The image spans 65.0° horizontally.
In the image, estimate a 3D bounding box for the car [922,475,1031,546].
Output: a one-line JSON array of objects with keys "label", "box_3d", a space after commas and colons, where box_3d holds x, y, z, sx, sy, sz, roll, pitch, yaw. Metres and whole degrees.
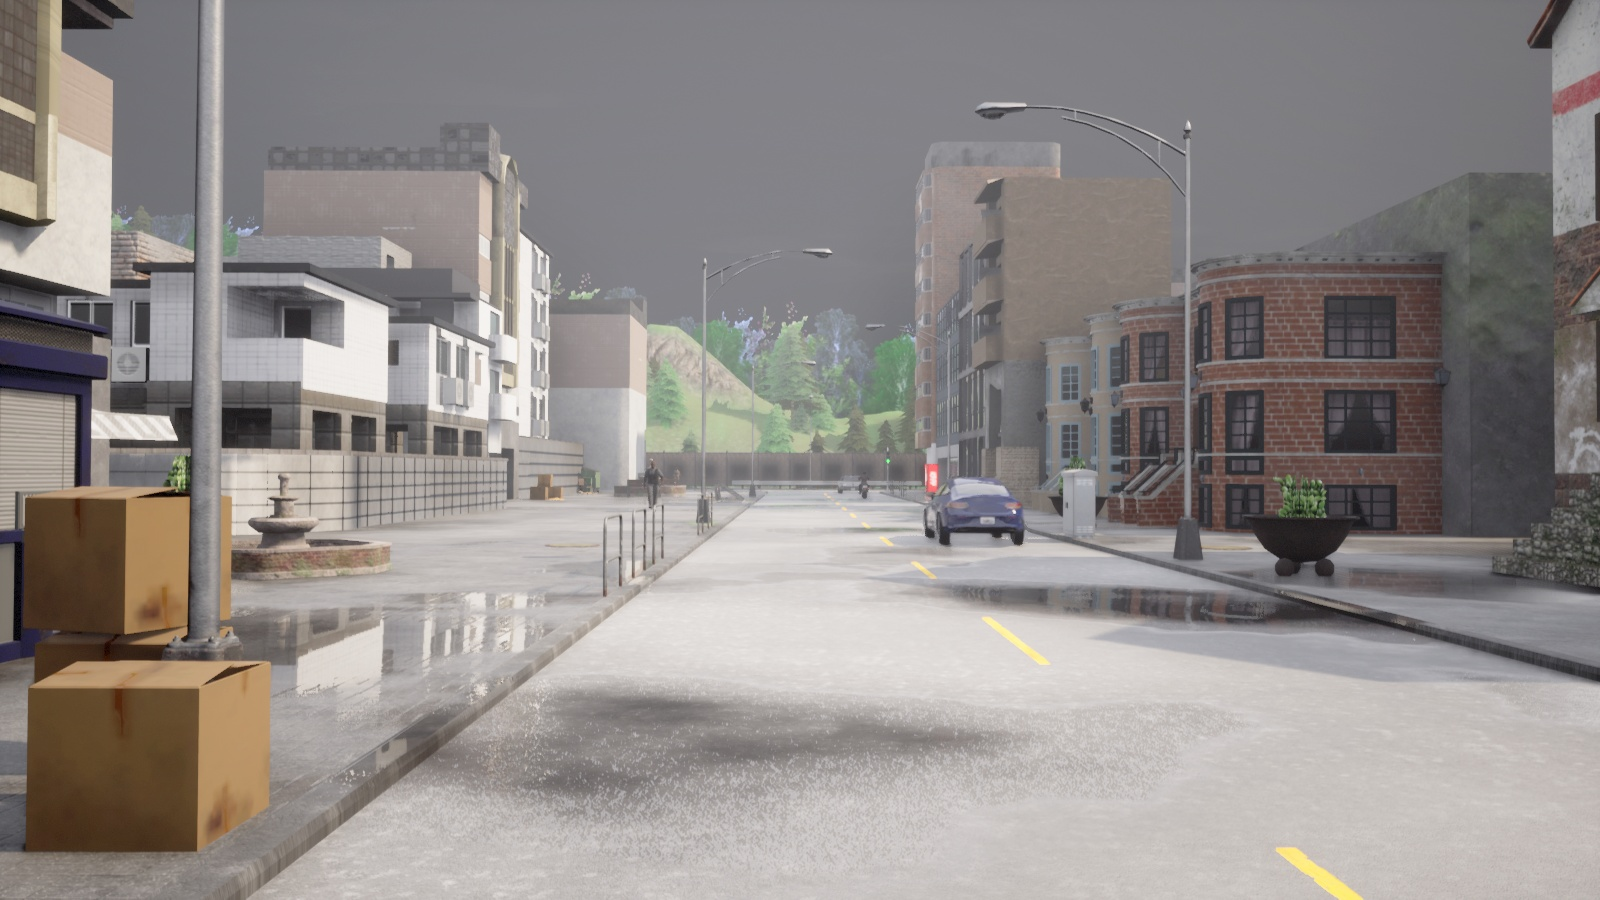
[{"label": "car", "box_3d": [3.907, 1.309, 28.527, 1.812, 1.442, 4.674, 0, -1, 0]}]

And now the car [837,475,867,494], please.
[{"label": "car", "box_3d": [3.700, 2.421, 89.600, 1.895, 1.301, 4.718, 0, -1, -1]}]
